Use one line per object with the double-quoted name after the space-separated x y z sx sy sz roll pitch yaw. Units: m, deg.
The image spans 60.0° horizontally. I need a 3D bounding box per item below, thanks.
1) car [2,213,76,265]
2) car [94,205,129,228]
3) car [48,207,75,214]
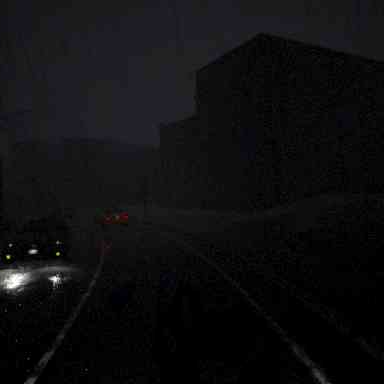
-5.503 1.719 12.390 1.994 1.385 4.181 -1 -1 -15 "car"
-6.242 1.806 25.236 1.801 1.575 5.366 -2 -1 -25 "car"
-15.354 2.441 39.154 2.033 1.411 5.357 -3 0 -38 "car"
